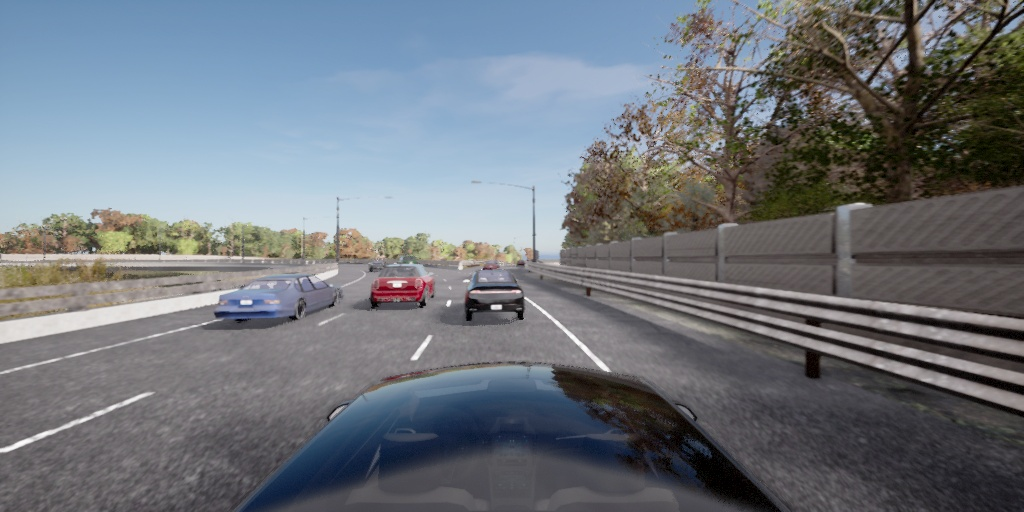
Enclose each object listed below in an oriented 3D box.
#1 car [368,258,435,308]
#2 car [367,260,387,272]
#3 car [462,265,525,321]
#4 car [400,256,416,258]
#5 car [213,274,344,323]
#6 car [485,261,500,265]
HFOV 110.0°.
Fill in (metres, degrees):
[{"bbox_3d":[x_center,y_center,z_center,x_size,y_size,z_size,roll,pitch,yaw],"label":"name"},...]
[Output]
[{"bbox_3d":[-4.562,1.117,15.559,2.097,1.767,4.553,0,0,-7],"label":"car"},{"bbox_3d":[-18.372,1.302,48.652,2.128,1.511,4.902,0,0,-26],"label":"car"},{"bbox_3d":[-0.691,1.243,12.600,2.128,1.511,4.902,0,0,-6],"label":"car"},{"bbox_3d":[-13.901,1.016,47.443,2.150,2.045,5.566,0,0,-25],"label":"car"},{"bbox_3d":[-7.610,1.323,12.375,2.033,1.411,5.357,0,0,-7],"label":"car"},{"bbox_3d":[-2.681,1.318,48.585,1.994,1.385,4.181,0,0,2],"label":"car"}]
